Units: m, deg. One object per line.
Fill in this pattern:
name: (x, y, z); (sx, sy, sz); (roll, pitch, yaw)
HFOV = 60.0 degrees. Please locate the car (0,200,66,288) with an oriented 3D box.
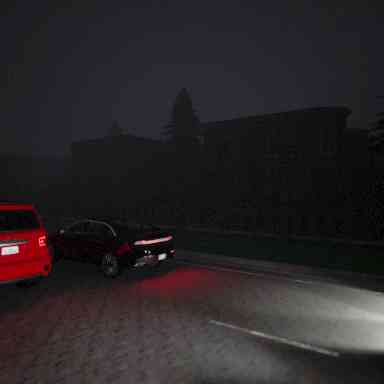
car: (-5.675, 1.221, 7.999); (5.566, 2.045, 2.150); (0, 0, 36)

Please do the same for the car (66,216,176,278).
car: (-2.747, 1.492, 10.199); (4.902, 1.511, 2.128); (0, 0, 36)
